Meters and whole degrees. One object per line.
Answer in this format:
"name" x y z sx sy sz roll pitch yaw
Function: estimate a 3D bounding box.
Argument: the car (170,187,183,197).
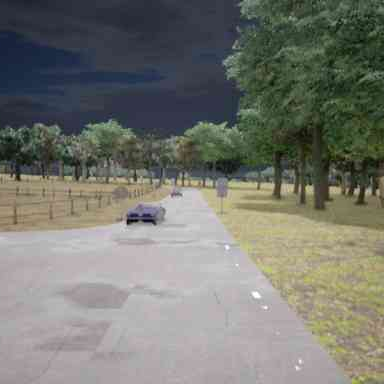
"car" -2.732 -0.100 59.945 2.097 1.767 4.553 0 2 0

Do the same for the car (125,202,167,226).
"car" -2.827 1.333 21.247 1.895 1.301 4.718 0 1 4
